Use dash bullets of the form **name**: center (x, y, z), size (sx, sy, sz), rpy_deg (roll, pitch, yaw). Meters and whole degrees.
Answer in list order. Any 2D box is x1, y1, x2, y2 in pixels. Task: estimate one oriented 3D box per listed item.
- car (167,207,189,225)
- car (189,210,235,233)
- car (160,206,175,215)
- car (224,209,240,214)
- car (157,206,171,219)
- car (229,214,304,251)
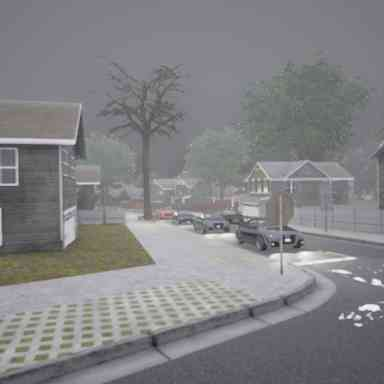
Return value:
- **car**: center (-0.951, 2.640, 35.047), size (2.033, 1.411, 5.357), rpy_deg (-1, -2, -14)
- **car**: center (1.402, 2.328, 25.520), size (1.994, 1.385, 4.181), rpy_deg (-1, -2, -14)
- **car**: center (-4.516, 3.323, 61.386), size (1.812, 1.442, 4.674), rpy_deg (-1, -1, -15)
- **car**: center (3.112, 2.357, 30.922), size (1.882, 1.535, 5.008), rpy_deg (-1, -2, -14)
- **car**: center (-3.486, 2.767, 45.427), size (2.097, 1.767, 4.553), rpy_deg (-1, -1, -13)
- **car**: center (3.691, 1.998, 16.474), size (1.994, 1.385, 4.181), rpy_deg (-1, -2, -15)
